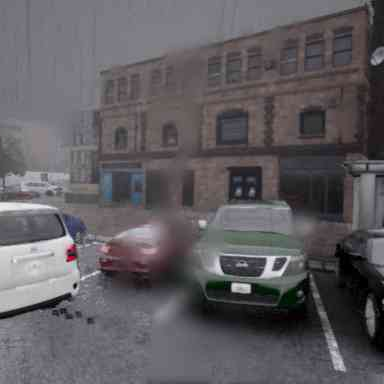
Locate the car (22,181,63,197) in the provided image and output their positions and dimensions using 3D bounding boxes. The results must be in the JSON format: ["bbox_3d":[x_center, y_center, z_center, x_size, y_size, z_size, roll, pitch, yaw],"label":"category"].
[{"bbox_3d":[-20.314,-0.429,44.837,5.566,2.045,2.435,1,6,7],"label":"car"}]

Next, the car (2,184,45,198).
[{"bbox_3d":[-21.710,0.149,42.190,4.674,1.452,2.002,1,6,7],"label":"car"}]

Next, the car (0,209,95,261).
[{"bbox_3d":[-5.973,1.500,13.162,2.002,1.452,4.674,1,0,14],"label":"car"}]

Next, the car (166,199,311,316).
[{"bbox_3d":[1.493,1.222,7.999,2.435,2.045,5.566,1,-1,15],"label":"car"}]

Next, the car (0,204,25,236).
[{"bbox_3d":[-10.999,1.453,16.516,2.231,1.521,4.892,1,-1,13],"label":"car"}]

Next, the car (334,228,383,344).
[{"bbox_3d":[3.967,1.478,6.287,2.097,1.535,5.008,1,-1,15],"label":"car"}]

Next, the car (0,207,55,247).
[{"bbox_3d":[-8.489,1.496,14.840,2.002,1.452,4.674,0,-1,13],"label":"car"}]

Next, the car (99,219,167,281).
[{"bbox_3d":[-0.991,1.509,9.751,2.002,1.452,4.674,0,-1,14],"label":"car"}]

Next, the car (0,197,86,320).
[{"bbox_3d":[-4.588,1.210,6.539,5.566,2.045,2.150,0,0,35],"label":"car"}]
